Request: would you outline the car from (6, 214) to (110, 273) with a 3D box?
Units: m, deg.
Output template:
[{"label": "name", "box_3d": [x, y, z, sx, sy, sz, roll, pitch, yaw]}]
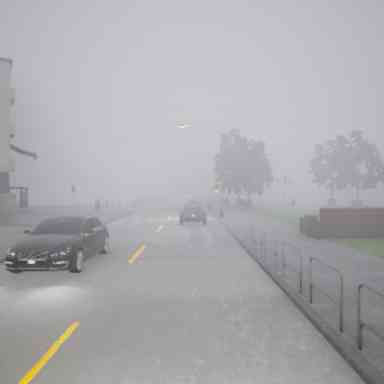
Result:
[{"label": "car", "box_3d": [-3.998, 1.507, 10.719, 1.837, 1.490, 4.892, 0, 0, 0]}]

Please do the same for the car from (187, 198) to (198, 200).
[{"label": "car", "box_3d": [0.098, 1.493, 41.711, 2.128, 1.511, 4.902, 0, 0, 0]}]

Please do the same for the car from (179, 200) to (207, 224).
[{"label": "car", "box_3d": [0.085, 1.566, 24.555, 1.994, 1.385, 4.181, 0, 0, 0]}]
